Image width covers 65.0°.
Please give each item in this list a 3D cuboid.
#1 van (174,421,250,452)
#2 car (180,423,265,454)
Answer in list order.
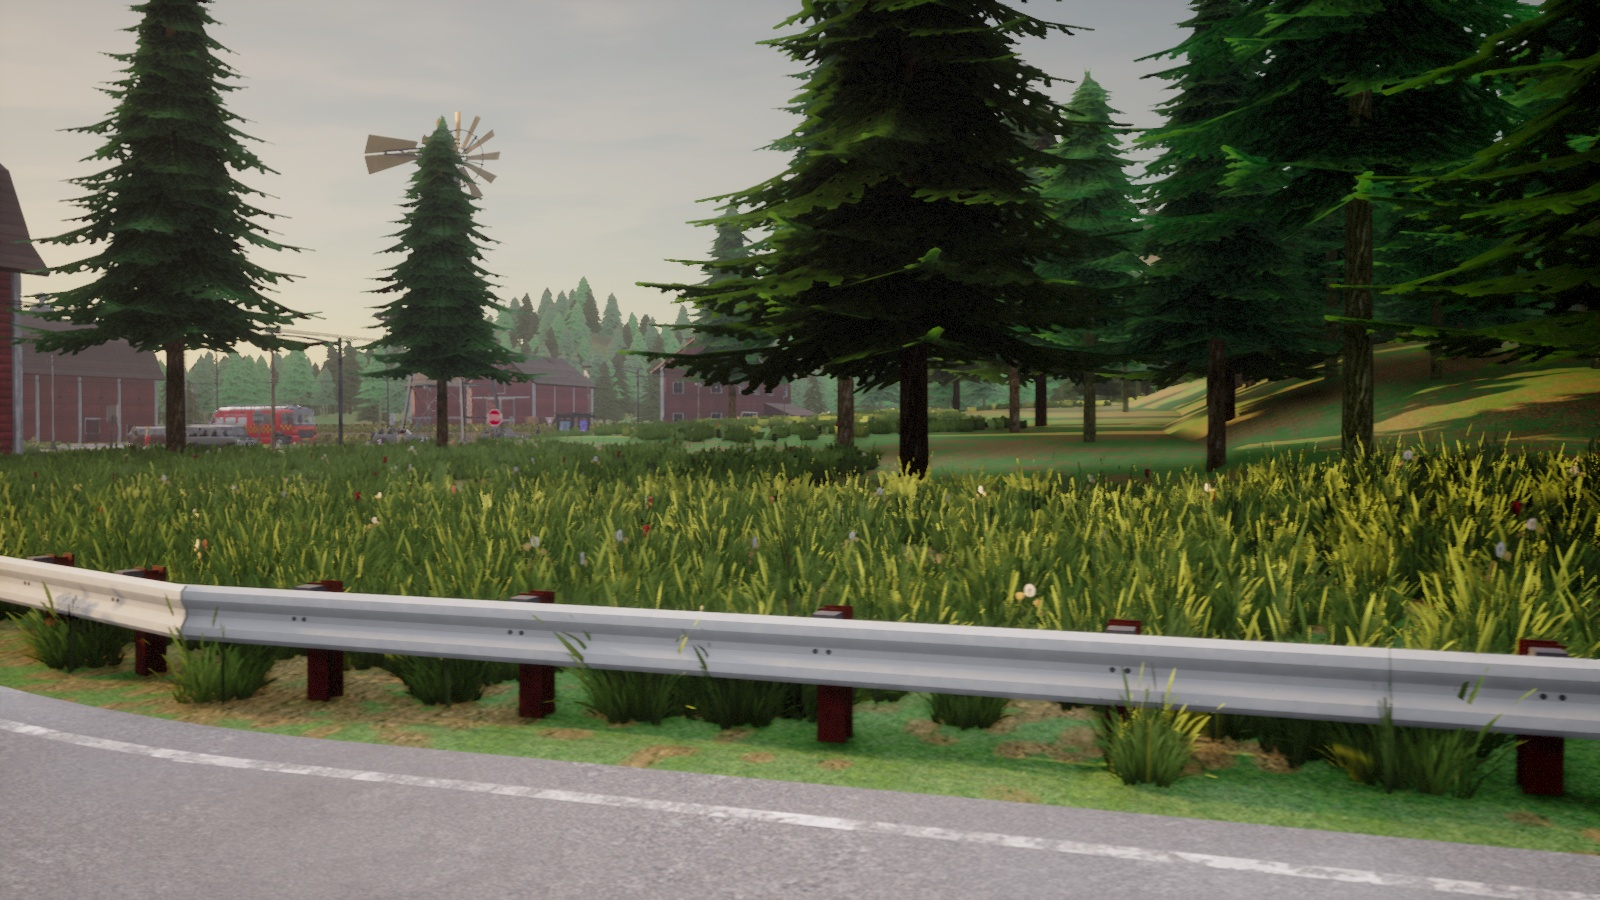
[{"bbox_3d":[-38.011,-0.880,81.214,4.442,1.987,1.775,1,1,18],"label":"van"},{"bbox_3d":[-35.222,-0.731,76.665,4.605,1.855,1.932,1,1,18],"label":"car"}]
